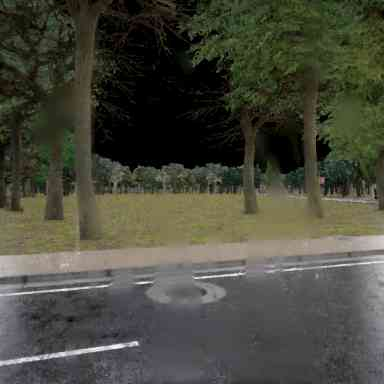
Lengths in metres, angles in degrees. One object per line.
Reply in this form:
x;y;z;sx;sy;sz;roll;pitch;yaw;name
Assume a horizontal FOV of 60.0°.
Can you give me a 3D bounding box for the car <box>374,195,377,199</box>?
44.977;1.297;79.667;1.895;1.301;4.718;0;0;5;car
